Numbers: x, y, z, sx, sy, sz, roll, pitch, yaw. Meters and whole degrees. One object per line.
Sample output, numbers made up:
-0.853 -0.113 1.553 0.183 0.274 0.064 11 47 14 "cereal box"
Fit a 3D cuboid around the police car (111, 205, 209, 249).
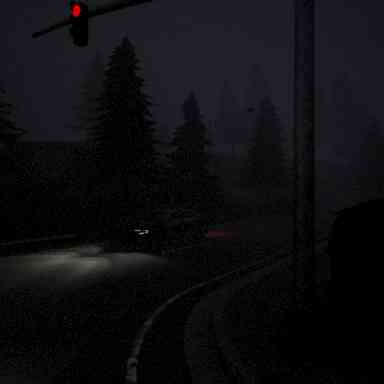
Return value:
-1.243 1.410 14.756 1.930 1.638 5.238 0 0 37 "police car"
